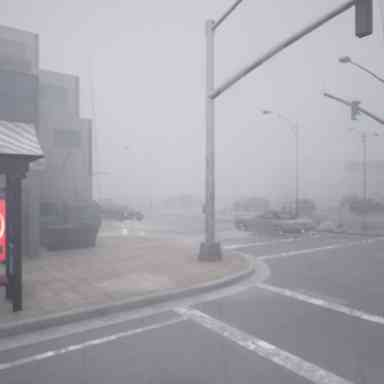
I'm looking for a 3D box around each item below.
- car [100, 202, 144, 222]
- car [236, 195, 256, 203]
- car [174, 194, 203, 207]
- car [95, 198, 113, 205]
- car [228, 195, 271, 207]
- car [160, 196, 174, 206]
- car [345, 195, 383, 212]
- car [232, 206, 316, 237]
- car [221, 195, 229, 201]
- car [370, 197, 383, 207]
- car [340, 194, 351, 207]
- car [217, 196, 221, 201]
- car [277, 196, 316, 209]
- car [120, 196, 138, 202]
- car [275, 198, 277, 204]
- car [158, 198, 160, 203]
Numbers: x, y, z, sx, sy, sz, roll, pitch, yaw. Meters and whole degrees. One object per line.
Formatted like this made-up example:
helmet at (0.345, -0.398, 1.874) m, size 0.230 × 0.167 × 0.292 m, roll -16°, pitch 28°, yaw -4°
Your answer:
car at (-5.815, 1.764, 28.004) m, size 1.895 × 1.301 × 4.718 m, roll 0°, pitch 0°, yaw -35°
car at (10.818, 1.459, 66.510) m, size 3.633 × 1.501 × 1.845 m, roll 0°, pitch 0°, yaw -36°
car at (-0.164, 1.236, 50.673) m, size 3.866 × 1.878 × 1.905 m, roll 0°, pitch 0°, yaw -36°
car at (-11.411, 1.508, 42.053) m, size 2.097 × 1.767 × 4.553 m, roll 0°, pitch 0°, yaw -35°
car at (7.266, 1.313, 40.256) m, size 5.027 × 1.636 × 2.152 m, roll 0°, pitch 0°, yaw -36°
car at (-2.187, 1.257, 52.799) m, size 4.605 × 1.855 × 1.932 m, roll 0°, pitch 0°, yaw -36°
car at (19.122, 1.449, 36.331) m, size 4.514 × 1.523 × 2.007 m, roll 0°, pitch 0°, yaw -36°
car at (4.634, 1.767, 19.549) m, size 1.895 × 1.301 × 4.718 m, roll 0°, pitch 0°, yaw -35°
car at (10.187, 1.461, 80.610) m, size 5.027 × 1.636 × 2.152 m, roll 0°, pitch 0°, yaw -36°
car at (30.122, 1.491, 52.751) m, size 3.806 × 1.475 × 1.970 m, roll 0°, pitch 0°, yaw -36°
car at (23.241, 1.237, 47.796) m, size 4.605 × 1.855 × 1.932 m, roll 0°, pitch 0°, yaw -36°
car at (8.323, 1.470, 83.134) m, size 4.514 × 1.523 × 2.007 m, roll 0°, pitch 0°, yaw -36°
car at (11.256, 1.391, 35.220) m, size 3.806 × 1.475 × 1.970 m, roll 0°, pitch 0°, yaw -36°
car at (-12.866, 1.534, 68.008) m, size 3.633 × 1.501 × 1.845 m, roll 0°, pitch 0°, yaw -36°
car at (16.587, 1.437, 58.350) m, size 4.514 × 1.523 × 2.007 m, roll 0°, pitch 0°, yaw -36°
car at (-5.094, 1.536, 69.891) m, size 3.806 × 1.475 × 1.970 m, roll 0°, pitch 0°, yaw -36°
